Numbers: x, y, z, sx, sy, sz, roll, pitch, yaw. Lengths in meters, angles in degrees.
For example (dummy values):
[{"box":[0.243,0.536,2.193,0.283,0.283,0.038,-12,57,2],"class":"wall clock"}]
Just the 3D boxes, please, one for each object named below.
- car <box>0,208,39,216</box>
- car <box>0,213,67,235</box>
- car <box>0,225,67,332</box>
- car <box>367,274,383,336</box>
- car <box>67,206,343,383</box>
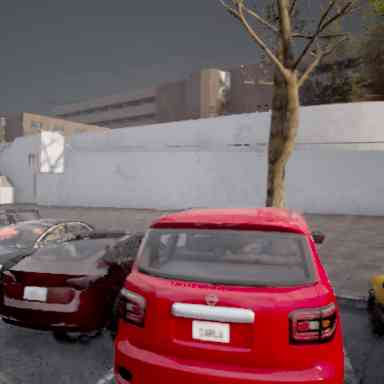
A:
[{"box":[-6.469,1.363,10.439,2.185,1.767,4.553,0,-1,15],"class":"car"},{"box":[-4.030,1.487,8.673,2.231,1.521,4.892,1,-1,15],"class":"car"},{"box":[-1.588,1.514,6.958,2.163,1.488,4.792,0,-1,15],"class":"car"},{"box":[3.347,1.484,3.625,1.946,1.575,5.366,0,-1,15],"class":"car"},{"box":[0.861,1.233,5.219,2.435,2.045,5.566,0,-1,15],"class":"car"}]
